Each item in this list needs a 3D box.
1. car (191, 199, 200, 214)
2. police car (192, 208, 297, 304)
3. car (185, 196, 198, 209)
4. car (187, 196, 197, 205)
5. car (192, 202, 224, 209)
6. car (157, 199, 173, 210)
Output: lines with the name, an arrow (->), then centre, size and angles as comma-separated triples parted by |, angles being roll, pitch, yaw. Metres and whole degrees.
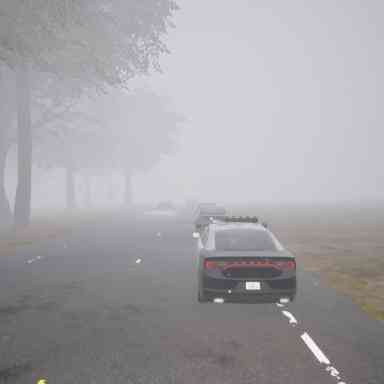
car -> 1.069, 1.507, 24.245 | 1.837, 1.490, 4.892 | 0, 0, 0
police car -> 1.058, 1.422, 8.350 | 1.930, 1.638, 5.238 | 0, 0, 0
car -> 0.059, 1.577, 45.912 | 2.033, 1.411, 5.357 | 0, 0, 0
car -> 0.046, 1.574, 63.642 | 1.882, 1.535, 5.008 | 0, 0, 0
car -> 1.065, 1.504, 18.243 | 1.837, 1.490, 4.892 | 0, 0, 0
car -> -3.468, 1.623, 43.069 | 1.895, 1.301, 4.718 | 0, 0, 0
